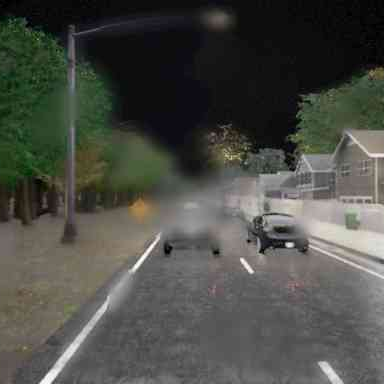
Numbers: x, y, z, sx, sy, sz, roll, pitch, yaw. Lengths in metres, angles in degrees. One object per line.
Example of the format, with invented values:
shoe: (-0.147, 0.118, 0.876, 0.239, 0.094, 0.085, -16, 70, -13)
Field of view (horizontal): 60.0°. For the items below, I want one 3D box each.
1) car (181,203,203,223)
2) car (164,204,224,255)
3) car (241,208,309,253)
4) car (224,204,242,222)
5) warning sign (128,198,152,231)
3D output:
car: (-0.008, 1.803, 29.370, 1.812, 1.442, 4.674, 0, 0, 0)
car: (-0.003, 1.487, 14.073, 2.097, 1.767, 4.553, 0, -1, 0)
car: (3.497, 1.647, 14.303, 1.837, 1.490, 4.892, 0, 0, 0)
car: (3.492, 1.769, 29.290, 2.128, 1.511, 4.902, 0, 0, 0)
warning sign: (-3.064, 1.305, 19.738, 1.300, 1.860, 1.060, 0, -1, 0)
